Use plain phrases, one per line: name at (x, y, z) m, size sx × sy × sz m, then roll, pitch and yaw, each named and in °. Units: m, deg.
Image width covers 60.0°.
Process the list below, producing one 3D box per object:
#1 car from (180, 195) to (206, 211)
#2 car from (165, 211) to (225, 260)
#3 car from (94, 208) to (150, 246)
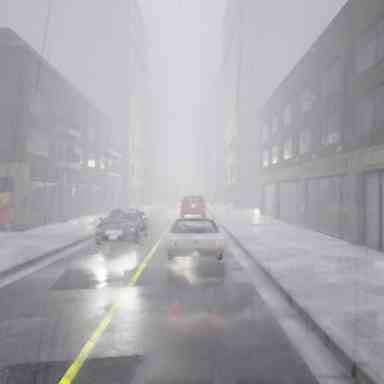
car at (0.104, 1.268, 29.772) m, size 2.150 × 2.045 × 5.566 m, roll 0°, pitch 0°, yaw 0°
car at (0.101, 1.618, 12.465) m, size 1.895 × 1.301 × 4.718 m, roll 0°, pitch 0°, yaw 0°
car at (-3.095, 1.513, 15.530) m, size 2.128 × 1.511 × 4.902 m, roll 0°, pitch 0°, yaw 0°
